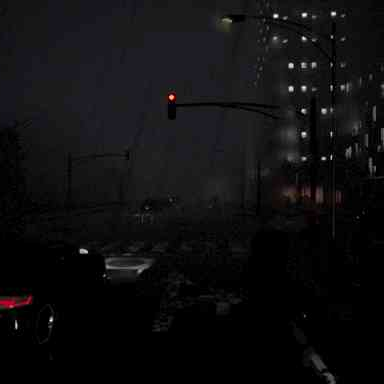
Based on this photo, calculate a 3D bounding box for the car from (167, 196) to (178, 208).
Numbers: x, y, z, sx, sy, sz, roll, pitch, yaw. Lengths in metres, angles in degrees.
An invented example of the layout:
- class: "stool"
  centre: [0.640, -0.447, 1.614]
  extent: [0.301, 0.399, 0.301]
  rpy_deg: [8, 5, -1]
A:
- class: "car"
  centre: [-3.805, 1.540, 48.368]
  extent: [2.033, 1.411, 5.357]
  rpy_deg: [0, 0, 4]

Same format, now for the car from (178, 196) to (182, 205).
- class: "car"
  centre: [-2.907, 1.473, 59.495]
  extent: [1.882, 1.535, 5.008]
  rpy_deg: [0, 0, 5]

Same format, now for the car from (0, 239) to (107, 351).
- class: "car"
  centre: [-3.024, 1.563, 6.236]
  extent: [1.994, 1.385, 4.181]
  rpy_deg: [0, 0, 1]

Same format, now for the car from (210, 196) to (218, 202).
- class: "car"
  centre: [5.208, 1.548, 78.694]
  extent: [2.033, 1.411, 5.357]
  rpy_deg: [0, 0, 5]

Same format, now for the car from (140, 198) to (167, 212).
- class: "car"
  centre: [-4.612, 1.483, 38.152]
  extent: [2.128, 1.511, 4.902]
  rpy_deg: [0, 0, 5]

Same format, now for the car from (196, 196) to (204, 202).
- class: "car"
  centre: [1.943, 1.602, 78.620]
  extent: [1.895, 1.301, 4.718]
  rpy_deg: [0, 0, 5]

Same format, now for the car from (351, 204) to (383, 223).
- class: "car"
  centre: [13.746, 1.447, 23.064]
  extent: [4.718, 1.301, 1.895]
  rpy_deg: [0, 0, 2]
